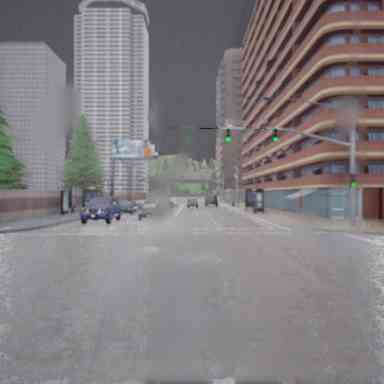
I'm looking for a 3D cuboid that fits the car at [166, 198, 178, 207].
[{"bbox_3d":[-3.512,1.819,58.383,1.812,1.442,4.674,0,0,0],"label":"car"}]

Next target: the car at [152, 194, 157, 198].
[{"bbox_3d":[-7.034,1.637,56.155,2.097,1.767,4.553,0,0,0],"label":"car"}]

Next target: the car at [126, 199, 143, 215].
[{"bbox_3d":[-7.093,1.739,36.816,2.033,1.411,5.357,0,0,0],"label":"car"}]

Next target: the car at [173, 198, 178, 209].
[{"bbox_3d":[-3.575,1.793,48.428,2.033,1.411,5.357,0,0,0],"label":"car"}]

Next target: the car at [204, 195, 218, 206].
[{"bbox_3d":[3.510,1.519,60.032,2.150,2.045,5.566,0,0,0],"label":"car"}]

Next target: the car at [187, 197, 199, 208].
[{"bbox_3d":[0.107,1.821,54.624,2.033,1.411,5.357,0,0,0],"label":"car"}]

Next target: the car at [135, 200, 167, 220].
[{"bbox_3d":[-3.593,1.681,29.620,1.812,1.442,4.674,0,0,0],"label":"car"}]

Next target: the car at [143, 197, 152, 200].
[{"bbox_3d":[-7.084,1.763,46.311,1.812,1.442,4.674,0,0,1],"label":"car"}]

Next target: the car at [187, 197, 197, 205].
[{"bbox_3d":[0.012,1.828,70.679,1.882,1.535,5.008,0,0,0],"label":"car"}]

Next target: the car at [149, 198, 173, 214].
[{"bbox_3d":[-3.585,1.725,38.717,1.812,1.442,4.674,0,0,0],"label":"car"}]

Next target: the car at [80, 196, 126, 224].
[{"bbox_3d":[-7.097,1.365,26.568,2.150,2.045,5.566,0,0,0],"label":"car"}]

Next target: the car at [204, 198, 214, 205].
[{"bbox_3d":[3.512,1.920,69.598,1.895,1.301,4.718,0,0,0],"label":"car"}]
